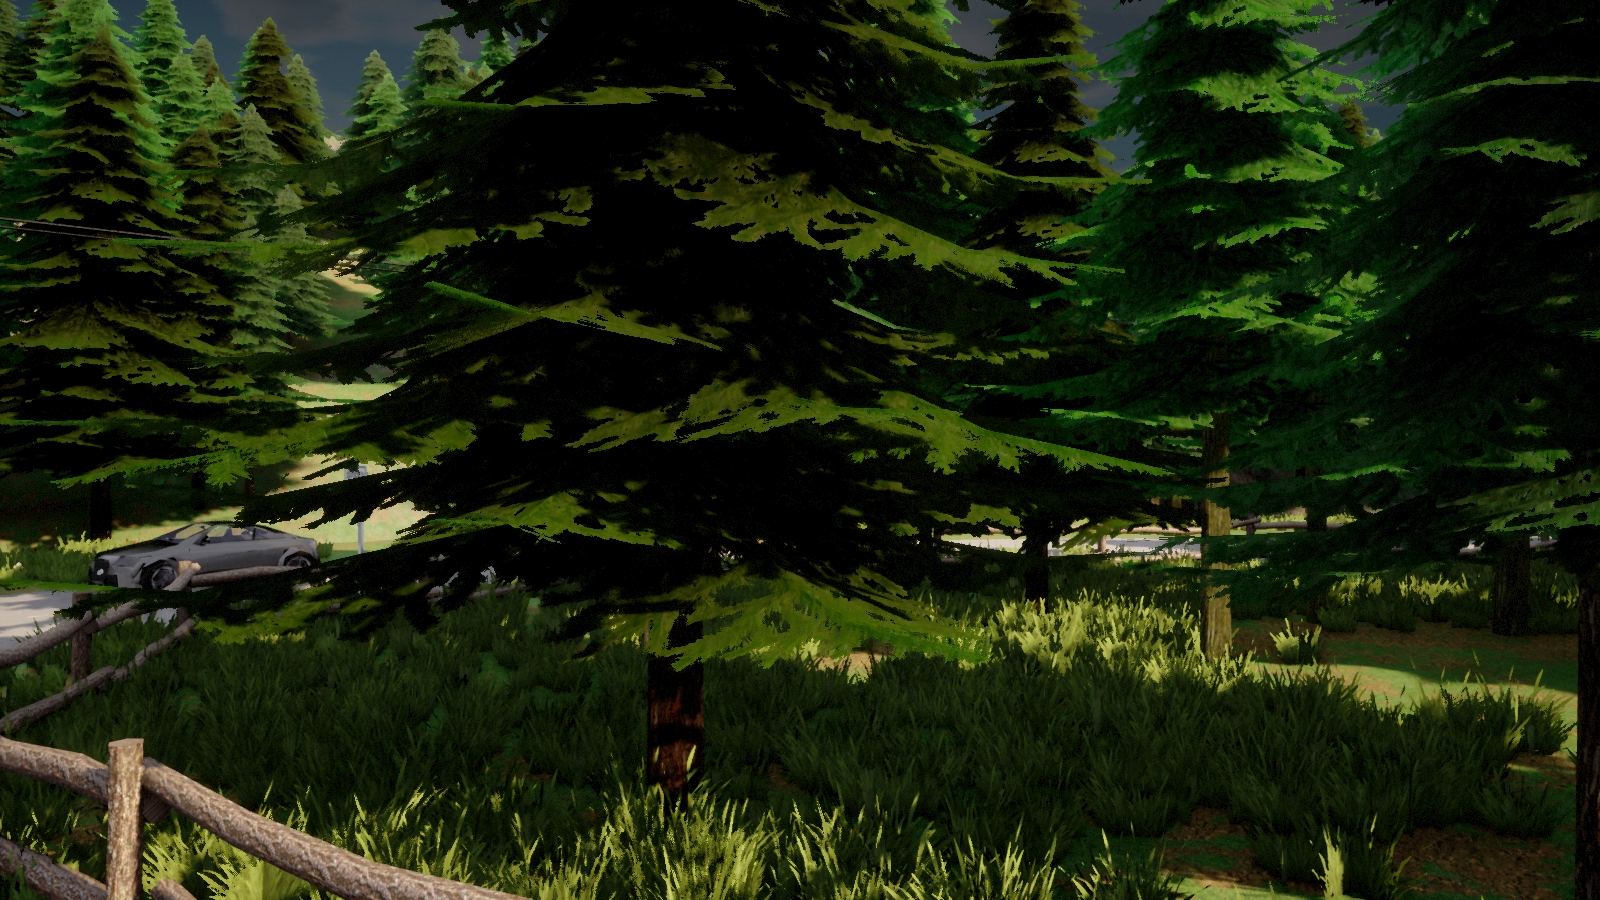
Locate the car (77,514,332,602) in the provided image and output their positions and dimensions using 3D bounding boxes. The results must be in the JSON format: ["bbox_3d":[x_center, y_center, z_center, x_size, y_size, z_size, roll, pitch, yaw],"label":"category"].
[{"bbox_3d":[-12.055,2.119,23.321,1.994,1.385,4.181,0,0,41],"label":"car"}]
